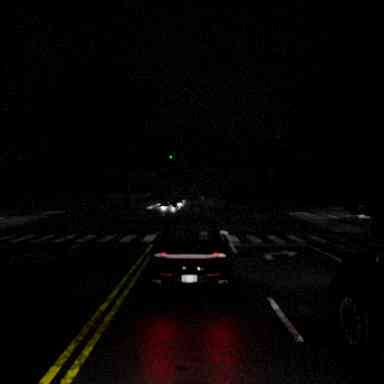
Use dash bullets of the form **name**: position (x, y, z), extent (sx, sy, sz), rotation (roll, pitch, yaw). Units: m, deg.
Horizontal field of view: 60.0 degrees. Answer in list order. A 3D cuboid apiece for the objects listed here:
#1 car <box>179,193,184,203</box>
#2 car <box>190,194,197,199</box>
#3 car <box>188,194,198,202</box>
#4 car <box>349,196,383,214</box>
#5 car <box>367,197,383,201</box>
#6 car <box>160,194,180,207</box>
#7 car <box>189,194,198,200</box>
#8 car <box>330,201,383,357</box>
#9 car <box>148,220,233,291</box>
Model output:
- **car**: position (-2.801, 1.198, 56.558), extent (1.895, 1.301, 4.718), rotation (0, 0, 1)
- **car**: position (0.416, 1.055, 83.530), extent (1.895, 1.301, 4.718), rotation (0, 0, 1)
- **car**: position (0.144, 1.109, 64.272), extent (1.812, 1.442, 4.674), rotation (0, 0, 1)
- **car**: position (17.574, 1.187, 31.064), extent (5.008, 1.535, 1.882), rotation (-1, 2, 0)
- **car**: position (17.321, 1.320, 27.820), extent (4.902, 1.511, 2.128), rotation (0, 2, 0)
- **car**: position (-2.997, 1.199, 43.993), extent (1.994, 1.385, 4.181), rotation (0, 0, 1)
- **car**: position (0.284, 1.129, 74.286), extent (1.994, 1.385, 4.181), rotation (0, 0, 1)
- **car**: position (3.255, 1.223, 2.903), extent (2.150, 2.045, 5.566), rotation (0, 0, 0)
- **car**: position (-0.010, 1.500, 9.005), extent (2.128, 1.511, 4.902), rotation (0, 0, 1)
